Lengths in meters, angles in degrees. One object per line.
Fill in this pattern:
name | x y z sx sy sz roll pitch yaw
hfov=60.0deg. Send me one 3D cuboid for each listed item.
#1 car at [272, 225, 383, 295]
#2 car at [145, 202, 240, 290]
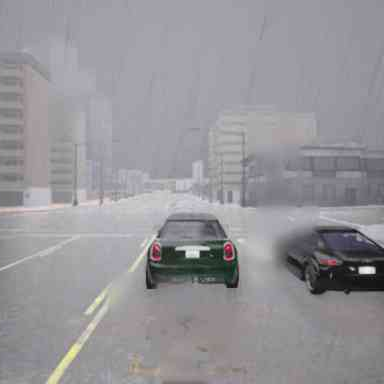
car | 3.498 1.544 8.712 1.994 1.385 4.181 0 0 -1
car | -0.013 1.332 9.206 2.097 1.767 4.553 0 0 -1
